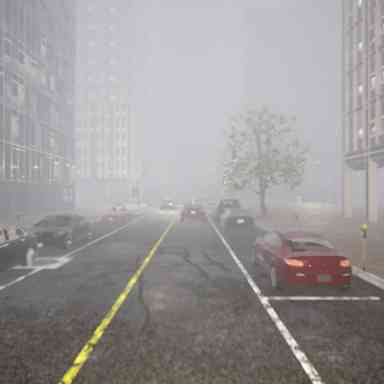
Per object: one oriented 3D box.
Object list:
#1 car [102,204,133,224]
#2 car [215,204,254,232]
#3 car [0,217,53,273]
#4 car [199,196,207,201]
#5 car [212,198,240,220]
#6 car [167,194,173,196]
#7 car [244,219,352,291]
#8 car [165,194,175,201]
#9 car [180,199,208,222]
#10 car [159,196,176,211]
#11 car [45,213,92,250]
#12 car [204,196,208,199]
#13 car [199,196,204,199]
[{"bbox_3d":[-5.690,1.595,25.756,1.752,1.417,4.829,0,0,0],"label":"car"},{"bbox_3d":[2.690,1.622,20.229,1.947,1.339,4.313,0,0,0],"label":"car"},{"bbox_3d":[-5.689,1.577,8.835,2.008,1.369,4.403,0,0,0],"label":"car"},{"bbox_3d":[2.787,1.679,86.789,2.008,1.369,4.403,0,0,0],"label":"car"},{"bbox_3d":[2.691,1.385,25.926,2.192,1.841,5.009,0,0,0],"label":"car"},{"bbox_3d":[-5.822,1.654,80.941,1.752,1.417,4.829,0,0,0],"label":"car"},{"bbox_3d":[2.691,1.608,8.835,1.802,1.307,4.206,0,0,0],"label":"car"},{"bbox_3d":[-5.791,1.443,86.789,2.192,1.841,5.009,0,0,0],"label":"car"},{"bbox_3d":[0.098,1.575,27.143,2.163,1.488,4.792,0,0,0],"label":"car"},{"bbox_3d":[-3.058,1.646,42.564,2.033,1.411,5.357,0,0,0],"label":"car"},{"bbox_3d":[-5.689,1.608,14.531,1.947,1.339,4.313,0,0,0],"label":"car"},{"bbox_3d":[2.818,1.569,81.111,1.967,1.590,4.097,0,0,0],"label":"car"},{"bbox_3d":[0.096,1.601,42.031,2.163,1.488,4.792,0,0,0],"label":"car"}]
